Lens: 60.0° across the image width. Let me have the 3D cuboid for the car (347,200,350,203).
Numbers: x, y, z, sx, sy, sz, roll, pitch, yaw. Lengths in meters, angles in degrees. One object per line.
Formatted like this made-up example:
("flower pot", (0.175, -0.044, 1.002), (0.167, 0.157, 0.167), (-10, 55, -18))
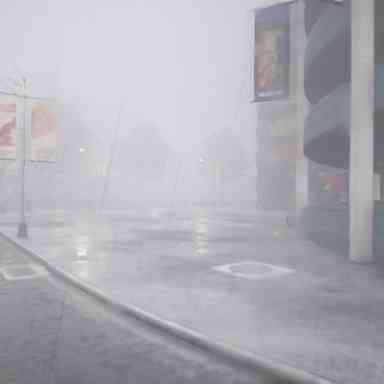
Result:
("car", (23.507, 1.888, 50.992), (4.786, 1.482, 2.161), (1, 0, -37))

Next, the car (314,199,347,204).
("car", (16.301, 1.673, 40.325), (4.674, 1.452, 2.002), (1, 0, -37))
